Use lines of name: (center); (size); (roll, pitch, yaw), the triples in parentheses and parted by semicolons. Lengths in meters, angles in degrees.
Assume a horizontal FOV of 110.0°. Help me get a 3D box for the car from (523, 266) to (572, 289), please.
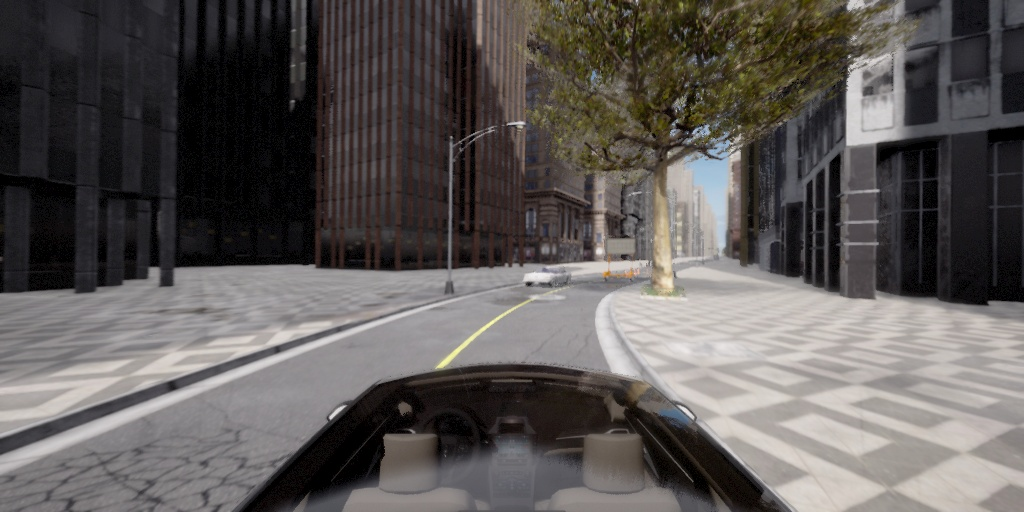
car: (2.434, 1.348, 23.843); (1.895, 1.301, 4.718); (1, 0, 26)

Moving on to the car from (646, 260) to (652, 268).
car: (23.916, 1.333, 60.240); (1.812, 1.442, 4.674); (1, 0, 31)

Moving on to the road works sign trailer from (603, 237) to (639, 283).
road works sign trailer: (8.876, 0.254, 29.252); (2.380, 3.560, 2.880); (0, 0, 31)

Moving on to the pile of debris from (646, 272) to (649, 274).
pile of debris: (12.474, 1.971, 35.258); (1.860, 0.140, 1.500); (0, 0, 31)
